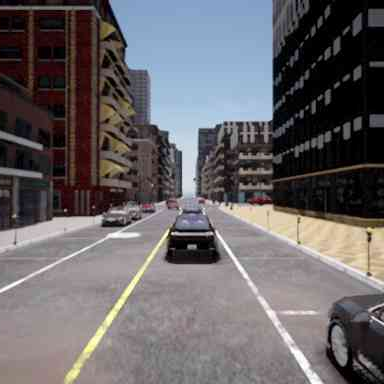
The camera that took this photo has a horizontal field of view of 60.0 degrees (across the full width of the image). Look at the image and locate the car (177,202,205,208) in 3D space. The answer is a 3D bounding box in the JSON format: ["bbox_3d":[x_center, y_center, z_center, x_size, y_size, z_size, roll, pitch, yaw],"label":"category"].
[{"bbox_3d":[0.023,1.869,28.495,1.994,1.385,4.181,0,-1,0],"label":"car"}]

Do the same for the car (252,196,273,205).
[{"bbox_3d":[14.689,1.722,64.058,5.009,1.841,2.192,-1,1,0],"label":"car"}]

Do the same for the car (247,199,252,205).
[{"bbox_3d":[14.554,1.799,72.436,5.009,1.841,2.192,-1,1,0],"label":"car"}]

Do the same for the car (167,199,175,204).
[{"bbox_3d":[-5.698,2.535,91.624,1.752,1.417,4.829,0,-1,0],"label":"car"}]

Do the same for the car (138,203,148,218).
[{"bbox_3d":[-5.694,1.884,31.174,2.008,1.369,4.403,0,-1,0],"label":"car"}]

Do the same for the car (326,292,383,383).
[{"bbox_3d":[2.688,1.583,2.934,2.008,1.369,4.403,0,-1,0],"label":"car"}]

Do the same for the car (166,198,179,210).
[{"bbox_3d":[-3.025,2.110,54.167,1.812,1.442,4.674,0,-1,0],"label":"car"}]

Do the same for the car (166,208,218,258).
[{"bbox_3d":[0.021,1.637,13.497,2.128,1.511,4.902,0,0,0],"label":"car"}]

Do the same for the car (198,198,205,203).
[{"bbox_3d":[2.682,2.452,91.798,1.967,1.590,4.097,0,-1,0],"label":"car"}]

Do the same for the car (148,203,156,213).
[{"bbox_3d":[-5.745,2.056,44.090,1.802,1.307,4.206,0,-1,0],"label":"car"}]

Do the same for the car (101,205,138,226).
[{"bbox_3d":[-5.694,1.823,25.526,2.008,1.369,4.403,0,-1,0],"label":"car"}]
